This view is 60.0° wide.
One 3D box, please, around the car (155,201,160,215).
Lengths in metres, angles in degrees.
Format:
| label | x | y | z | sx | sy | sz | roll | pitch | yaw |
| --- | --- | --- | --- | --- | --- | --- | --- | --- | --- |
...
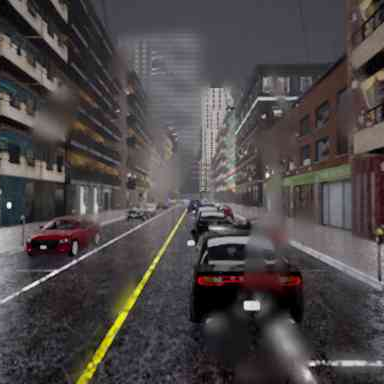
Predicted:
| label | x | y | z | sx | sy | sz | roll | pitch | yaw |
| --- | --- | --- | --- | --- | --- | --- | --- | --- | --- |
| car | -4.927 | 1.933 | 36.422 | 1.752 | 1.417 | 4.829 | 0 | -1 | 1 |

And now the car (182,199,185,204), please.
| label | x | y | z | sx | sy | sz | roll | pitch | yaw |
| --- | --- | --- | --- | --- | --- | --- | --- | --- | --- |
| car | -1.787 | 2.617 | 94.434 | 1.812 | 1.442 | 4.674 | 0 | -1 | 1 |

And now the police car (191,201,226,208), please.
| label | x | y | z | sx | sy | sz | roll | pitch | yaw |
| --- | --- | --- | --- | --- | --- | --- | --- | --- | --- |
| police car | 1.076 | 1.674 | 23.507 | 1.930 | 1.638 | 5.238 | 0 | -1 | 1 |

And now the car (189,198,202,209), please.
| label | x | y | z | sx | sy | sz | roll | pitch | yaw |
| --- | --- | --- | --- | --- | --- | --- | --- | --- | --- |
| car | 0.602 | 1.996 | 58.427 | 2.097 | 1.767 | 4.553 | 0 | -1 | 1 |

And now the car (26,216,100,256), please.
| label | x | y | z | sx | sy | sz | roll | pitch | yaw |
| --- | --- | --- | --- | --- | --- | --- | --- | --- | --- |
| car | -5.153 | 1.706 | 13.834 | 1.887 | 1.381 | 4.507 | 0 | -1 | 1 |

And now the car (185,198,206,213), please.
| label | x | y | z | sx | sy | sz | roll | pitch | yaw |
| --- | --- | --- | --- | --- | --- | --- | --- | --- | --- |
| car | 0.481 | 1.841 | 45.003 | 2.097 | 1.767 | 4.553 | 0 | -1 | 1 |

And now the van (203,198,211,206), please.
| label | x | y | z | sx | sy | sz | roll | pitch | yaw |
| --- | --- | --- | --- | --- | --- | --- | --- | --- | --- |
| van | 3.355 | 2.194 | 76.348 | 1.690 | 1.788 | 3.998 | 0 | -1 | 1 |

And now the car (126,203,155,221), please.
| label | x | y | z | sx | sy | sz | roll | pitch | yaw |
| --- | --- | --- | --- | --- | --- | --- | --- | --- | --- |
| car | -4.982 | 1.898 | 30.902 | 2.008 | 1.369 | 4.403 | 0 | -1 | 1 |

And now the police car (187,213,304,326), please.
| label | x | y | z | sx | sy | sz | roll | pitch | yaw |
| --- | --- | --- | --- | --- | --- | --- | --- | --- | --- |
| police car | 0.916 | 1.503 | 7.508 | 1.930 | 1.638 | 5.238 | 0 | -1 | 1 |

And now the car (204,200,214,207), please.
| label | x | y | z | sx | sy | sz | roll | pitch | yaw |
| --- | --- | --- | --- | --- | --- | --- | --- | --- | --- |
| car | 3.240 | 2.296 | 64.967 | 1.802 | 1.307 | 4.206 | 0 | -1 | 1 |

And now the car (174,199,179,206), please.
| label | x | y | z | sx | sy | sz | roll | pitch | yaw |
| --- | --- | --- | --- | --- | --- | --- | --- | --- | --- |
| car | -4.526 | 2.420 | 76.415 | 1.887 | 1.381 | 4.507 | 0 | -1 | 1 |

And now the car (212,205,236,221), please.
| label | x | y | z | sx | sy | sz | roll | pitch | yaw |
| --- | --- | --- | --- | --- | --- | --- | --- | --- | --- |
| car | 2.898 | 1.907 | 30.834 | 1.802 | 1.307 | 4.206 | 0 | -1 | 1 |

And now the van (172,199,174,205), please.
| label | x | y | z | sx | sy | sz | roll | pitch | yaw |
| --- | --- | --- | --- | --- | --- | --- | --- | --- | --- |
| van | -4.696 | 2.010 | 59.350 | 1.690 | 1.788 | 3.998 | 0 | -1 | 1 |

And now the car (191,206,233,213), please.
| label | x | y | z | sx | sy | sz | roll | pitch | yaw |
| --- | --- | --- | --- | --- | --- | --- | --- | --- | --- |
| car | 1.015 | 1.688 | 17.397 | 1.837 | 1.490 | 4.892 | 0 | -1 | 1 |

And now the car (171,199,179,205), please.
| label | x | y | z | sx | sy | sz | roll | pitch | yaw |
| --- | --- | --- | --- | --- | --- | --- | --- | --- | --- |
| car | -4.412 | 2.560 | 87.794 | 1.887 | 1.381 | 4.507 | 0 | -1 | 1 |

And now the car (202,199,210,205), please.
| label | x | y | z | sx | sy | sz | roll | pitch | yaw |
| --- | --- | --- | --- | --- | --- | --- | --- | --- | --- |
| car | 3.413 | 2.450 | 82.205 | 1.752 | 1.417 | 4.829 | 0 | -1 | 1 |

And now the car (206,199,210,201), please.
| label | x | y | z | sx | sy | sz | roll | pitch | yaw |
| --- | --- | --- | --- | --- | --- | --- | --- | --- | --- |
| car | 3.012 | 1.996 | 42.213 | 1.887 | 1.381 | 4.507 | 0 | -1 | 1 |

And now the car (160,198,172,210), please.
| label | x | y | z | sx | sy | sz | roll | pitch | yaw |
| --- | --- | --- | --- | --- | --- | --- | --- | --- | --- |
| car | -4.754 | 2.147 | 53.660 | 1.887 | 1.381 | 4.507 | 0 | -1 | 1 |

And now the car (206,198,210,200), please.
| label | x | y | z | sx | sy | sz | roll | pitch | yaw |
| --- | --- | --- | --- | --- | --- | --- | --- | --- | --- |
| car | 3.071 | 2.042 | 48.072 | 1.752 | 1.417 | 4.829 | 0 | -1 | 1 |
